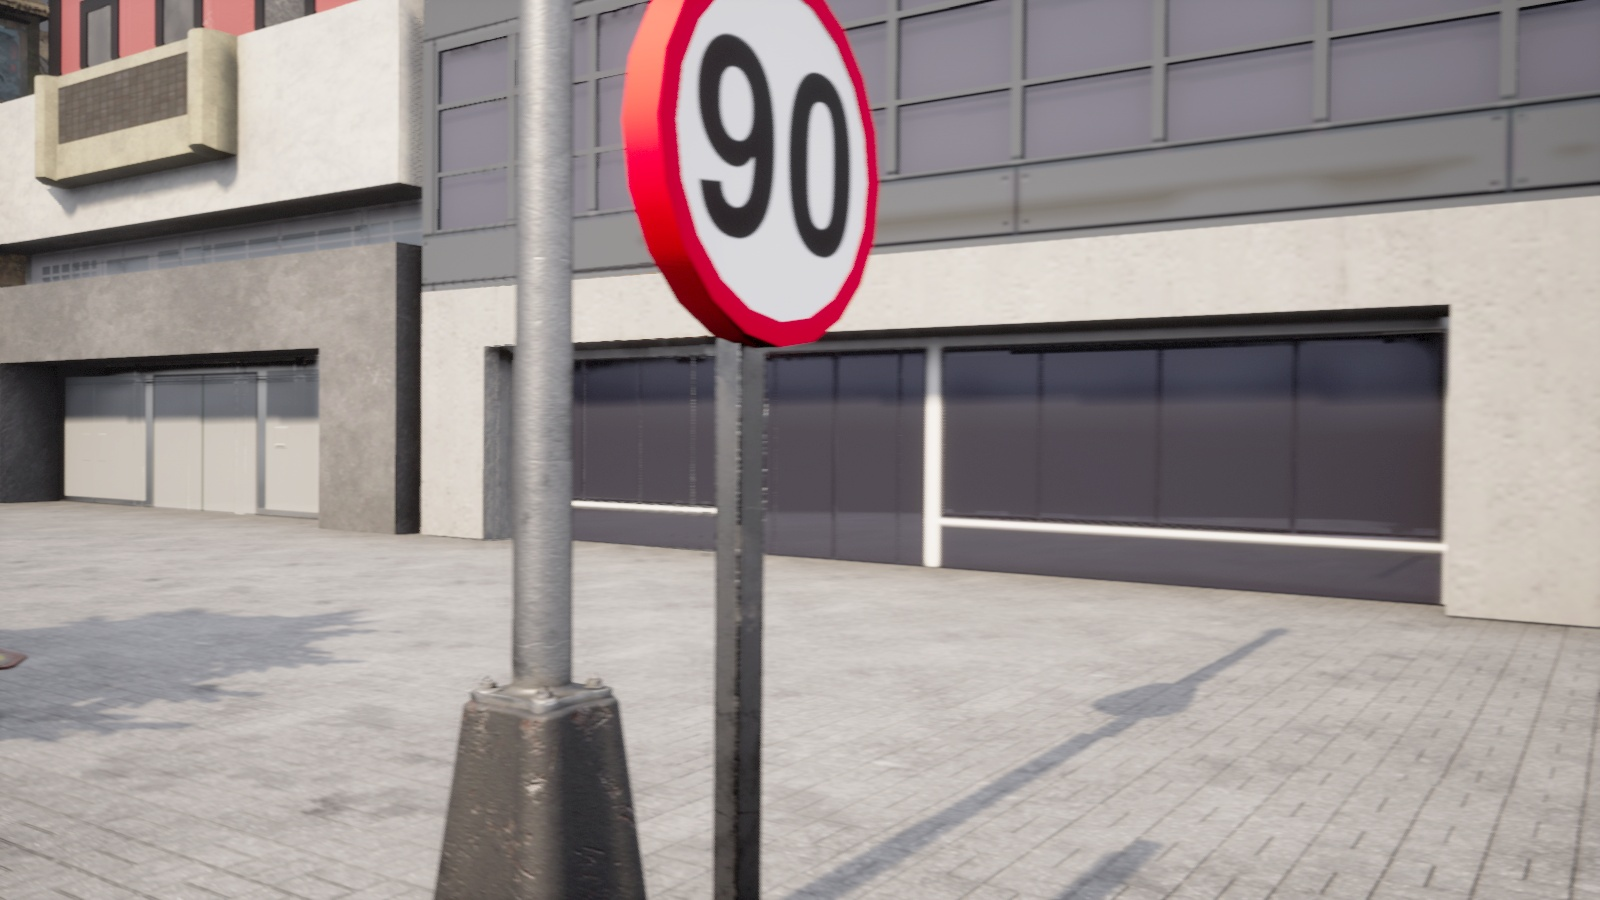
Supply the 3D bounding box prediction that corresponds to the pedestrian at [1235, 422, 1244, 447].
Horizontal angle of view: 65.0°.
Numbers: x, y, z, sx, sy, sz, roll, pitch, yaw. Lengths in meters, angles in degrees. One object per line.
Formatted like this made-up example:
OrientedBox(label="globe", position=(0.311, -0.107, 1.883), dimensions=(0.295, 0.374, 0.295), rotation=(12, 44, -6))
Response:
OrientedBox(label="pedestrian", position=(32.362, -1.113, 92.428), dimensions=(0.594, 1.836, 0.345), rotation=(0, 1, 33))
